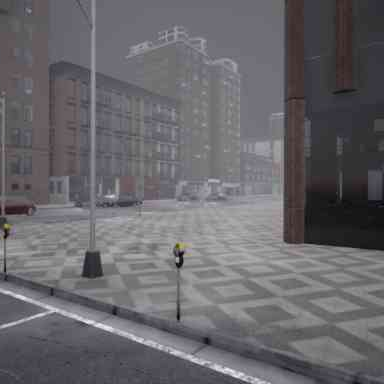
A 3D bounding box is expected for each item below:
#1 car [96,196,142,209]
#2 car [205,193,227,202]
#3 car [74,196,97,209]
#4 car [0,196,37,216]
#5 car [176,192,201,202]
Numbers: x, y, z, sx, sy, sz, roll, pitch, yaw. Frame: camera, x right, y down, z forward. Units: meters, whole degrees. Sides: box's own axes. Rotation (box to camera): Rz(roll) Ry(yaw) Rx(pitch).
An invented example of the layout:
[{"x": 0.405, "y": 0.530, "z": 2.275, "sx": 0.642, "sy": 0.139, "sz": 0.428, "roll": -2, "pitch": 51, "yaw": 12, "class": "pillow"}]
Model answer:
[{"x": -7.932, "y": 1.194, "z": 37.308, "sx": 1.895, "sy": 1.301, "sz": 4.718, "roll": 0, "pitch": 1, "yaw": 36, "class": "car"}, {"x": 3.978, "y": 0.843, "z": 53.755, "sx": 1.812, "sy": 1.442, "sz": 4.674, "roll": 0, "pitch": 1, "yaw": 36, "class": "car"}, {"x": -11.328, "y": 1.158, "z": 38.160, "sx": 1.994, "sy": 1.385, "sz": 4.181, "roll": 0, "pitch": 1, "yaw": 35, "class": "car"}, {"x": -15.265, "y": 1.122, "z": 27.106, "sx": 2.097, "sy": 1.767, "sz": 4.553, "roll": 0, "pitch": 1, "yaw": 36, "class": "car"}, {"x": -0.518, "y": 0.849, "z": 53.116, "sx": 1.837, "sy": 1.490, "sz": 4.892, "roll": 0, "pitch": 0, "yaw": 36, "class": "car"}]
